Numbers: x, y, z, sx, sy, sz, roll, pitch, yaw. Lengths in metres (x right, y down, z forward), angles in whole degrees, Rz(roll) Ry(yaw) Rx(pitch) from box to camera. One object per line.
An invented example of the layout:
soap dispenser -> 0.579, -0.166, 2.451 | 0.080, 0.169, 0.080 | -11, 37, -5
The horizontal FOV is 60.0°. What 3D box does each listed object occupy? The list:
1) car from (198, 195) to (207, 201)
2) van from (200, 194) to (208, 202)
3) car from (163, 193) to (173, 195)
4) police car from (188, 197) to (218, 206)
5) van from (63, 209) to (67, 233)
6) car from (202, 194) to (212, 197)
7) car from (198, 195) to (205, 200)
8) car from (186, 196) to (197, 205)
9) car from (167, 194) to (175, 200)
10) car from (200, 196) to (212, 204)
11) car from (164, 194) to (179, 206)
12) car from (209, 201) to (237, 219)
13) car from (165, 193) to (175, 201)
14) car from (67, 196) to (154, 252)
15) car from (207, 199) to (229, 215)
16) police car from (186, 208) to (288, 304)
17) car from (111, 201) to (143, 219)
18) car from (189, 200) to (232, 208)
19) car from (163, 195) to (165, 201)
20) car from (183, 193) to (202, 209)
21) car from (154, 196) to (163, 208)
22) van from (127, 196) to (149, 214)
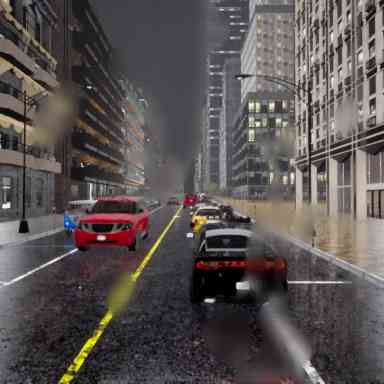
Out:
car -> 2.606, 1.509, 80.916 | 1.947, 1.339, 4.313 | 1, 0, 0
van -> 2.649, 1.292, 75.218 | 1.690, 1.788, 3.998 | 1, 0, 0
car -> -5.741, 1.266, 75.332 | 2.192, 1.841, 5.009 | 1, 0, 0
police car -> 0.876, 1.425, 24.366 | 1.930, 1.638, 5.238 | 0, 0, 0
van -> -5.690, 1.342, 18.342 | 1.690, 1.788, 3.998 | 1, 0, 0
car -> 2.655, 1.289, 58.125 | 2.192, 1.841, 5.009 | 1, 0, 0
car -> 2.586, 1.506, 92.311 | 1.802, 1.307, 4.206 | 1, 0, 0
car -> -0.055, 1.478, 58.704 | 1.837, 1.490, 4.892 | 0, 0, 0
car -> -5.759, 1.364, 92.428 | 1.967, 1.590, 4.097 | 1, 0, 0
car -> 2.645, 1.517, 63.822 | 2.008, 1.369, 4.403 | 1, 0, 0
car -> -3.051, 1.456, 53.576 | 1.882, 1.535, 5.008 | 0, 0, 0
car -> 2.676, 1.549, 29.634 | 2.008, 1.369, 4.403 | 1, 0, 0
car -> -5.751, 1.248, 86.728 | 2.192, 1.841, 5.009 | 1, 0, 0
car -> -3.115, 1.223, 14.195 | 2.150, 2.045, 5.566 | 0, 0, 0
car -> 2.671, 1.546, 35.331 | 2.008, 1.369, 4.403 | 1, 0, 0
police car -> 0.891, 1.427, 8.363 | 1.930, 1.638, 5.238 | 0, 0, 0
car -> -5.705, 1.564, 29.744 | 1.947, 1.339, 4.313 | 1, 0, 0
car -> 0.882, 1.456, 18.445 | 1.801, 1.575, 5.366 | 0, 0, 0
car -> -5.725, 1.562, 52.535 | 1.802, 1.307, 4.206 | 1, 0, 0
car -> -0.034, 1.209, 45.675 | 2.150, 2.045, 5.566 | 0, 0, 1
car -> -5.720, 1.537, 46.838 | 2.008, 1.369, 4.403 | 1, 0, 0
van -> -5.705, 1.337, 35.441 | 1.690, 1.788, 3.998 | 1, 0, 0
